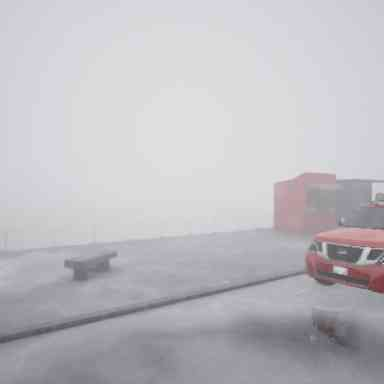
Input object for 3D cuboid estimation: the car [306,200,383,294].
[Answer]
[{"bbox_3d":[5.253,1.240,8.348,5.566,2.045,2.150,0,0,-35],"label":"car"}]
